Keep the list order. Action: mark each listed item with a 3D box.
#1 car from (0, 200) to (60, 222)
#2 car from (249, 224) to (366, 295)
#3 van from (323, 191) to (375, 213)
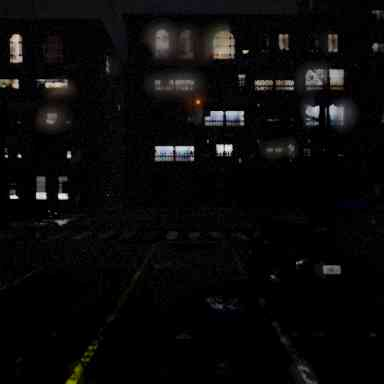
[{"bbox_3d":[-11.129,1.250,22.288,4.181,1.385,1.994,0,0,0],"label":"car"},{"bbox_3d":[2.562,1.425,8.175,1.947,1.339,4.313,1,1,0],"label":"car"},{"bbox_3d":[13.040,0.821,27.759,3.998,1.788,1.690,0,1,0],"label":"van"}]
